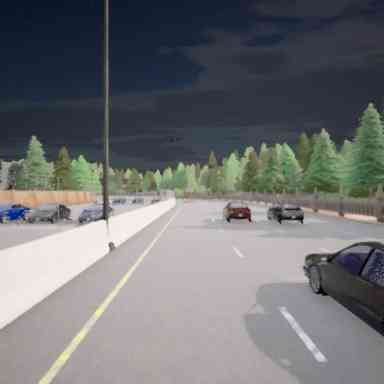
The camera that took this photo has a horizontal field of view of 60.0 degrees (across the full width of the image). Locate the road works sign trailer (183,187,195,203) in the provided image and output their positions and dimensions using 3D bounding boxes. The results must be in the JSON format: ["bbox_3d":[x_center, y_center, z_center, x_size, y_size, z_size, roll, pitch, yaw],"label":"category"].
[{"bbox_3d":[-0.588,0.692,75.523,2.380,3.560,2.880,0,0,-10],"label":"road works sign trailer"}]

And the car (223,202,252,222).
[{"bbox_3d":[3.601,1.560,27.149,1.882,1.535,5.008,0,0,0],"label":"car"}]

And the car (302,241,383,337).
[{"bbox_3d":[3.596,1.565,5.693,2.033,1.411,5.357,0,0,0],"label":"car"}]

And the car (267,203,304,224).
[{"bbox_3d":[7.100,1.569,25.588,2.128,1.511,4.902,0,0,0],"label":"car"}]
